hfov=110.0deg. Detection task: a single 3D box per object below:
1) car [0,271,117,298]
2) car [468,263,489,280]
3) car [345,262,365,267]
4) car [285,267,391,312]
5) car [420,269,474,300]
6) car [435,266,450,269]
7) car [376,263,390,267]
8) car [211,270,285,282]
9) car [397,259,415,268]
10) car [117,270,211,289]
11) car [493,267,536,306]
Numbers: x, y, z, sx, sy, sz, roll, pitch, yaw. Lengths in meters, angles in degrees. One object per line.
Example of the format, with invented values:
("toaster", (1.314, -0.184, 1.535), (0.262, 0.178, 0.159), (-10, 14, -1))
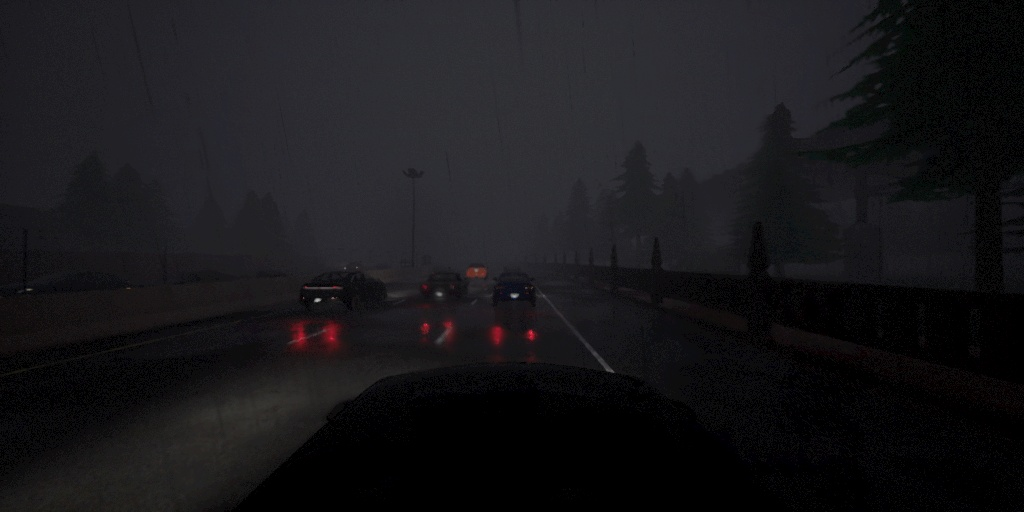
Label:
("car", (-21.104, 1.439, 17.106), (1.812, 1.442, 4.674), (0, -1, 0))
("car", (-3.493, 1.476, 36.784), (2.097, 1.767, 4.553), (0, -1, -1))
("car", (-22.632, 1.635, 51.632), (2.097, 1.767, 4.553), (0, -1, -10))
("car", (-6.905, 1.385, 15.179), (2.128, 1.511, 4.902), (0, -1, 0))
("car", (-3.403, 1.537, 19.135), (1.895, 1.301, 4.718), (0, -1, 0))
("car", (-6.981, 1.727, 36.932), (1.895, 1.301, 4.718), (0, -1, -1))
("car", (-19.554, 1.837, 54.337), (1.812, 1.442, 4.674), (0, 0, -11))
("car", (-14.108, 1.511, 20.218), (1.994, 1.385, 4.181), (0, -1, 0))
("car", (-15.902, 1.532, 54.275), (2.150, 2.045, 5.566), (0, -1, -10))
("car", (-17.601, 1.488, 19.677), (2.033, 1.411, 5.357), (0, -1, 0))
("car", (0.089, 1.436, 16.672), (1.812, 1.442, 4.674), (0, -1, 0))
